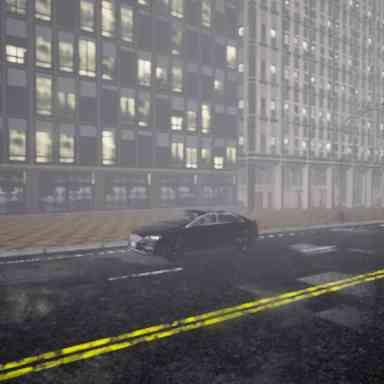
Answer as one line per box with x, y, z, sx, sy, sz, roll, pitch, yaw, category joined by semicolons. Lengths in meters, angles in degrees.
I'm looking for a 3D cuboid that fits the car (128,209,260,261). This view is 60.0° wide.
0.218;1.364;11.672;4.902;1.511;2.128;0;1;-34;car
